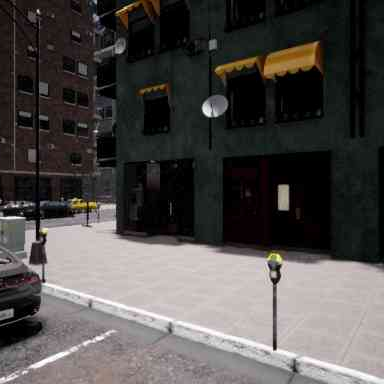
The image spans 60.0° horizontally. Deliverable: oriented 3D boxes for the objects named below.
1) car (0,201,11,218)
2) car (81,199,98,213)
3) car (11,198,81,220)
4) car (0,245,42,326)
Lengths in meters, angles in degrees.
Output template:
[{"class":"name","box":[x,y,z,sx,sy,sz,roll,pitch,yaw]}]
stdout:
[{"class":"car","box":[-14.029,1.350,26.116,2.008,1.369,4.403,1,1,35]},{"class":"car","box":[-10.933,1.250,30.537,1.752,1.417,4.829,1,1,35]},{"class":"car","box":[-11.179,1.345,25.690,1.994,1.385,4.181,0,1,35]},{"class":"car","box":[-4.496,1.551,6.092,4.403,1.369,2.008,0,0,36]}]
